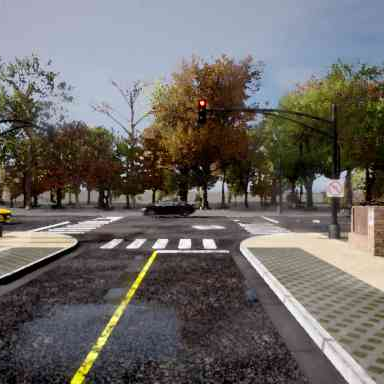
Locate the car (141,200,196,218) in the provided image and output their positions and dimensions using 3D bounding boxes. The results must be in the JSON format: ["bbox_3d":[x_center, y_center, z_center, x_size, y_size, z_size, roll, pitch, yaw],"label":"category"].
[{"bbox_3d":[-2.074,1.495,29.569,4.902,1.511,2.128,0,0,0],"label":"car"}]

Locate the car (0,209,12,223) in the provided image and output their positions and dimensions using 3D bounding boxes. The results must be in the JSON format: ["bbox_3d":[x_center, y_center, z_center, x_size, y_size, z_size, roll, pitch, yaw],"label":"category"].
[{"bbox_3d":[-15.084,1.423,22.880,5.008,1.535,1.882,0,0,0],"label":"car"}]

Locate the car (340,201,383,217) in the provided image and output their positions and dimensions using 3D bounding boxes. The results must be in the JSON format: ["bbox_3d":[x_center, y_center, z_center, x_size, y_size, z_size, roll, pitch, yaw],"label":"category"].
[{"bbox_3d":[15.736,1.571,29.555,4.892,1.490,1.837,0,0,0],"label":"car"}]
